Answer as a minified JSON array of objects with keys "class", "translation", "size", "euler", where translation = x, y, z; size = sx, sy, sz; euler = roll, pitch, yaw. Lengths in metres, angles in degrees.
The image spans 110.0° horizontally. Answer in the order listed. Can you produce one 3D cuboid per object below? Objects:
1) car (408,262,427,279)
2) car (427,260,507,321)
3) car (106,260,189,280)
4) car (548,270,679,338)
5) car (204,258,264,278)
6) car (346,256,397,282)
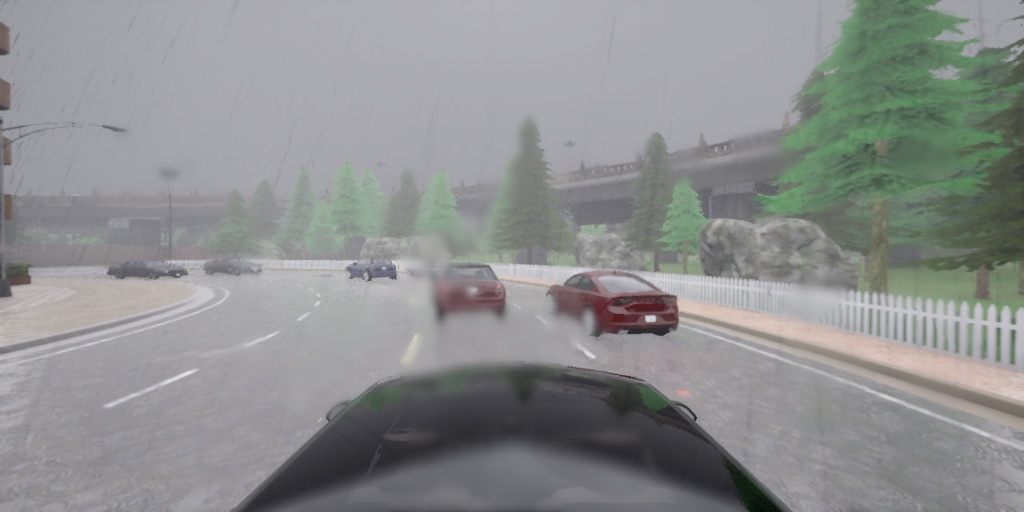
[{"class":"car","translation":[-5.955,1.078,26.694],"size":[1.895,1.301,4.718],"euler":[-1,1,-42]},{"class":"car","translation":[-1.657,0.988,12.222],"size":[2.097,1.767,4.553],"euler":[0,1,-15]},{"class":"car","translation":[-27.439,1.024,27.023],"size":[5.357,1.411,2.033],"euler":[0,1,8]},{"class":"car","translation":[2.468,1.137,10.003],"size":[1.882,1.535,5.008],"euler":[0,1,-11]},{"class":"car","translation":[-22.735,0.942,29.354],"size":[4.902,1.511,2.128],"euler":[0,1,17]},{"class":"car","translation":[-10.281,0.837,26.055],"size":[4.553,1.767,2.097],"euler":[1,1,44]}]
